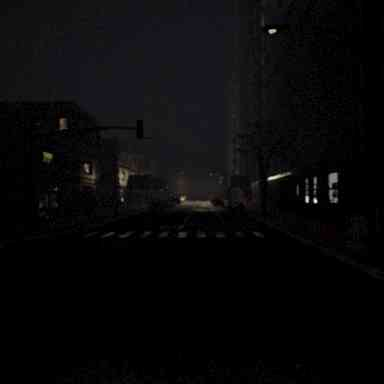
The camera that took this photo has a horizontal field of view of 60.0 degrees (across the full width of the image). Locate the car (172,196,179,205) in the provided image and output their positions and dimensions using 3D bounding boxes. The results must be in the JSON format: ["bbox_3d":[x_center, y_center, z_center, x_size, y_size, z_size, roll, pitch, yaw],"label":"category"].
[{"bbox_3d":[-3.766,1.893,56.940,1.947,1.339,4.313,1,0,2],"label":"car"}]

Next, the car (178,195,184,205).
[{"bbox_3d":[-3.405,1.699,68.004,2.192,1.841,5.009,1,0,2],"label":"car"}]

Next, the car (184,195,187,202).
[{"bbox_3d":[-2.694,2.023,89.960,1.752,1.417,4.829,1,0,2],"label":"car"}]

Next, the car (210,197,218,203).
[{"bbox_3d":[5.513,1.946,84.486,1.752,1.417,4.829,1,0,2],"label":"car"}]

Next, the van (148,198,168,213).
[{"bbox_3d":[-4.303,1.582,40.347,1.690,1.788,3.998,1,0,2],"label":"van"}]

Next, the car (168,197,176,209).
[{"bbox_3d":[-3.946,1.880,51.409,1.802,1.307,4.206,1,0,2],"label":"car"}]

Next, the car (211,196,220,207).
[{"bbox_3d":[4.615,1.803,56.827,1.752,1.417,4.829,1,0,2],"label":"car"}]

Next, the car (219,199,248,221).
[{"bbox_3d":[3.712,1.574,28.998,1.967,1.590,4.097,1,0,2],"label":"car"}]

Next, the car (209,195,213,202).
[{"bbox_3d":[5.148,1.907,73.252,1.887,1.381,4.507,1,0,2],"label":"car"}]

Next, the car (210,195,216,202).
[{"bbox_3d":[4.795,1.831,62.358,1.752,1.417,4.829,1,0,2],"label":"car"}]

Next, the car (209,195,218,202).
[{"bbox_3d":[5.689,1.763,89.849,2.192,1.841,5.009,1,0,2],"label":"car"}]
